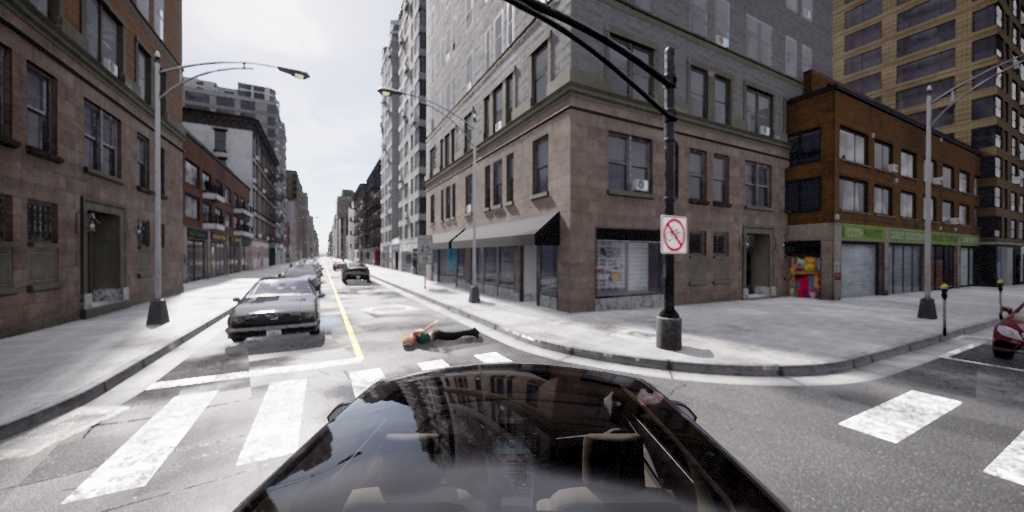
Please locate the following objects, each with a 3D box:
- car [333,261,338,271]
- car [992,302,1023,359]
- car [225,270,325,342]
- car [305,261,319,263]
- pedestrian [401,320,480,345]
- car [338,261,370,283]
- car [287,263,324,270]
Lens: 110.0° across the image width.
[{"bbox_3d":[-23.819,1.316,49.744,1.895,1.301,4.718,0,0,-28],"label":"car"},{"bbox_3d":[11.647,1.459,7.363,4.207,1.307,1.802,0,0,-28],"label":"car"},{"bbox_3d":[-6.484,1.297,10.230,2.033,1.411,5.357,0,0,-28],"label":"car"},{"bbox_3d":[-15.466,1.246,27.187,1.837,1.490,4.892,0,0,-28],"label":"car"},{"bbox_3d":[-1.683,1.805,8.233,1.860,0.375,0.375,0,-35,-28],"label":"pedestrian"},{"bbox_3d":[-12.113,1.245,27.683,1.837,1.490,4.892,0,0,-28],"label":"car"},{"bbox_3d":[-10.979,1.272,18.702,1.812,1.442,4.674,0,0,-28],"label":"car"}]
